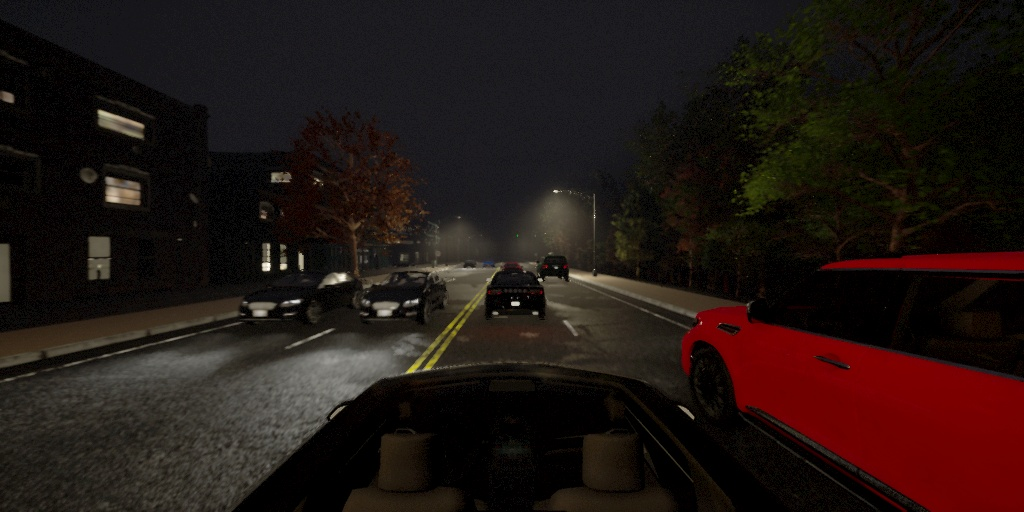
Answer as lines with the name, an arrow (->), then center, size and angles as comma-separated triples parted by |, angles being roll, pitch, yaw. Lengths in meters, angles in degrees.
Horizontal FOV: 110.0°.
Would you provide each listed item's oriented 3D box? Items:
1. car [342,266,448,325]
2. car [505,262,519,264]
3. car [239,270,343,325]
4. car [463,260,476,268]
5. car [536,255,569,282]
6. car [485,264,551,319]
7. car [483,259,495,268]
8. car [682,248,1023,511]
car -> -3.353, 1.240, 11.903 | 2.128, 1.511, 4.902 | 0, 0, 0
car -> -0.025, 1.272, 31.031 | 1.812, 1.442, 4.674 | 0, 0, -1
car -> -6.603, 1.240, 11.851 | 2.128, 1.511, 4.902 | 0, 0, 0
car -> -7.101, 1.346, 60.404 | 1.895, 1.301, 4.718 | 0, 0, -1
car -> 3.252, 0.967, 29.385 | 2.150, 2.045, 5.566 | 0, 0, -1
car -> 0.100, 1.226, 12.803 | 1.882, 1.535, 5.008 | 0, 0, 0
car -> -3.848, 1.223, 60.012 | 1.882, 1.535, 5.008 | 0, 0, -1
car -> 3.361, 0.971, 2.495 | 2.150, 2.045, 5.566 | 0, 0, 0
